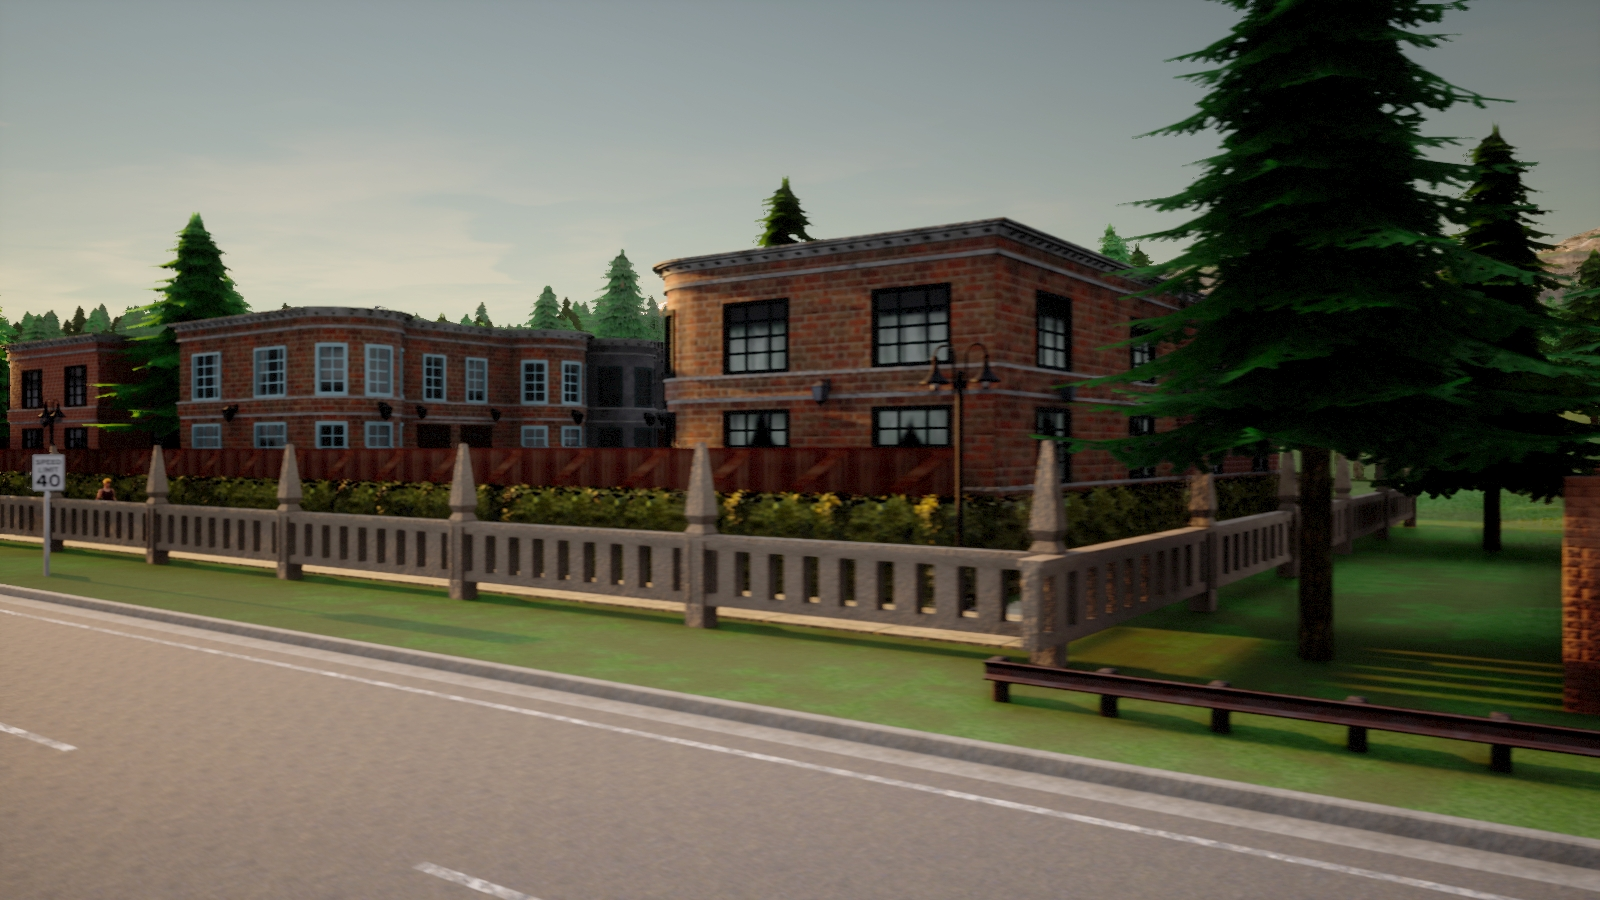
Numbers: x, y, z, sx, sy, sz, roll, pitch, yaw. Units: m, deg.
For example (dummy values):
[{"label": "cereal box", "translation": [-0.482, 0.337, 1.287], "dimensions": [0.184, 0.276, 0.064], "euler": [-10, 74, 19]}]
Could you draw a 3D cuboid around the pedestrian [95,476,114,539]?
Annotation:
[{"label": "pedestrian", "translation": [-20.718, 1.712, 34.043], "dimensions": [0.375, 1.860, 0.375], "euler": [0, 0, 35]}]
